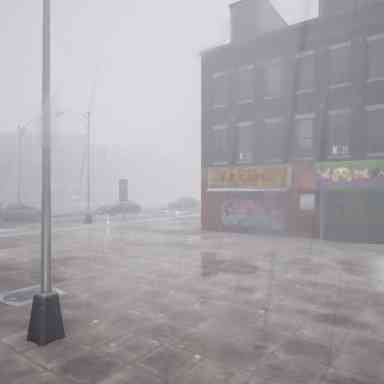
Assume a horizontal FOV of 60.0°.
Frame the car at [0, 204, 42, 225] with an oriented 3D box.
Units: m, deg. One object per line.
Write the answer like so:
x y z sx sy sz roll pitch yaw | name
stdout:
-12.753 1.515 23.489 1.994 1.385 4.181 0 0 36 | car

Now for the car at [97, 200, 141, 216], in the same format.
-6.881 1.439 31.801 1.812 1.442 4.674 0 0 35 | car

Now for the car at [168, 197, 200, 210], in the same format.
-0.924 1.382 40.217 1.837 1.490 4.892 0 0 36 | car
